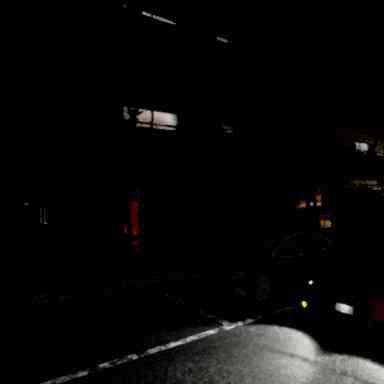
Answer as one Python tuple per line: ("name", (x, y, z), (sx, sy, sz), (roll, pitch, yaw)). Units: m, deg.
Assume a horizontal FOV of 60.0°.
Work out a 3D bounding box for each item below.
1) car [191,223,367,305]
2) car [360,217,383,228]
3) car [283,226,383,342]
("car", (1.994, 1.547, 7.988), (4.403, 1.369, 2.008), (0, 0, -36))
("car", (6.492, 1.539, 11.198), (4.507, 1.381, 1.887), (0, 0, -36))
("car", (3.902, 1.560, 6.141), (4.181, 1.385, 1.994), (0, 0, -35))
